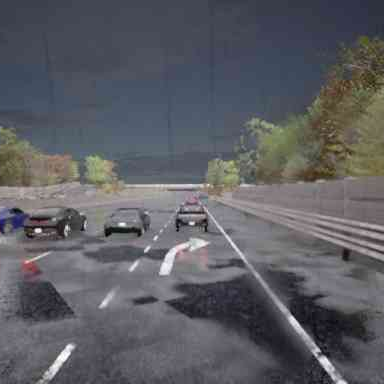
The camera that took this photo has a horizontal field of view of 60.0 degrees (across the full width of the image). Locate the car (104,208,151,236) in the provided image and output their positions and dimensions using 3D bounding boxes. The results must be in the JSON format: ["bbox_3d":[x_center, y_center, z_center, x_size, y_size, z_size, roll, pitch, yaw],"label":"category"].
[{"bbox_3d":[-3.404,1.549,18.217,1.994,1.385,4.181,0,0,0],"label":"car"}]

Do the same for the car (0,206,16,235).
[{"bbox_3d":[-10.406,1.510,18.518,1.812,1.442,4.674,0,0,0],"label":"car"}]

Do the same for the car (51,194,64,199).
[{"bbox_3d":[-31.518,1.151,78.411,1.882,1.535,5.008,0,0,0],"label":"car"}]

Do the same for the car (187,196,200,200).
[{"bbox_3d":[-0.013,1.581,57.025,1.994,1.385,4.181,0,0,0],"label":"car"}]

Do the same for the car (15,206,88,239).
[{"bbox_3d":[-6.903,1.490,17.353,1.837,1.490,4.892,0,0,0],"label":"car"}]

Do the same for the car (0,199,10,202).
[{"bbox_3d":[-21.091,1.477,35.770,2.128,1.511,4.902,0,0,0],"label":"car"}]

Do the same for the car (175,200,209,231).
[{"bbox_3d":[-0.005,1.477,20.393,2.128,1.511,4.902,0,0,0],"label":"car"}]
